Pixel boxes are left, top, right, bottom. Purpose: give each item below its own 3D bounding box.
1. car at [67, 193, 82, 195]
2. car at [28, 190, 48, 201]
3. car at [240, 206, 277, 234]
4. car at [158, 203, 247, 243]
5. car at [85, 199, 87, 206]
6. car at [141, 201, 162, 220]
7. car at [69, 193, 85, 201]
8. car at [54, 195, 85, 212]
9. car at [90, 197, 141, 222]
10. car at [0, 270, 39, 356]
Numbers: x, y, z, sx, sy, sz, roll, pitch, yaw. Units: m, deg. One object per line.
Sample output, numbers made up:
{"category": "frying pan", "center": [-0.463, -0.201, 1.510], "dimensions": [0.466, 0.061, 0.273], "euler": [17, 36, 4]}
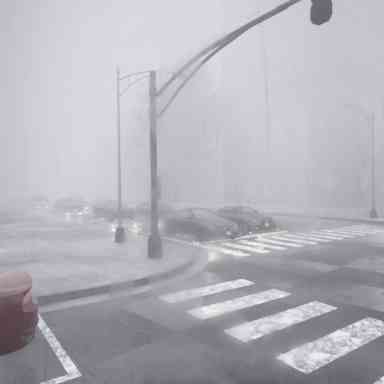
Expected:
{"category": "car", "center": [-15.635, 1.013, 44.494], "dimensions": [2.097, 1.767, 4.553], "euler": [-1, 1, -35]}
{"category": "car", "center": [-22.044, 0.863, 47.971], "dimensions": [1.994, 1.385, 4.181], "euler": [-1, 1, -36]}
{"category": "car", "center": [2.711, 1.479, 18.748], "dimensions": [1.994, 1.385, 4.181], "euler": [-1, 1, -36]}
{"category": "car", "center": [0.302, 1.497, 16.302], "dimensions": [1.812, 1.442, 4.674], "euler": [-1, 1, -34]}
{"category": "car", "center": [-9.687, 1.268, 36.116], "dimensions": [1.812, 1.442, 4.674], "euler": [-1, 1, -36]}
{"category": "car", "center": [-3.147, 1.398, 26.963], "dimensions": [1.994, 1.385, 4.181], "euler": [-1, 1, -34]}
{"category": "car", "center": [-22.843, 0.920, 66.041], "dimensions": [1.812, 1.442, 4.674], "euler": [-1, 1, -36]}
{"category": "car", "center": [-13.284, 1.325, 35.555], "dimensions": [2.033, 1.411, 5.357], "euler": [-1, 1, -36]}
{"category": "car", "center": [-6.074, 1.355, 25.447], "dimensions": [1.882, 1.535, 5.008], "euler": [-1, 1, -35]}
{"category": "car", "center": [-4.179, 1.545, 3.677], "dimensions": [4.507, 1.381, 1.887], "euler": [0, -1, -36]}
